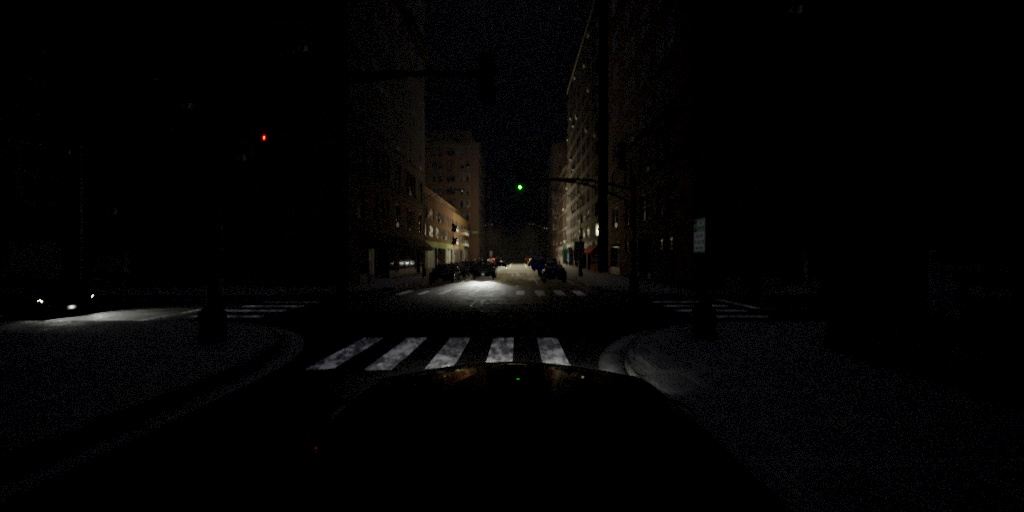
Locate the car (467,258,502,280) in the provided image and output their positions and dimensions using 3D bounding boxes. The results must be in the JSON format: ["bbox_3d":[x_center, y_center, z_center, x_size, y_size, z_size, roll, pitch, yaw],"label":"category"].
[{"bbox_3d":[-2.251,1.167,30.823,2.128,1.511,4.902,0,0,1],"label":"car"}]

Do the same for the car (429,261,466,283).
[{"bbox_3d":[-4.953,1.246,27.092,1.948,1.339,4.313,0,0,1],"label":"car"}]

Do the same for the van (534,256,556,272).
[{"bbox_3d":[3.169,1.004,32.635,1.690,1.789,3.998,0,0,1],"label":"van"}]

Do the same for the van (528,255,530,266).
[{"bbox_3d":[3.464,0.951,49.680,1.690,1.789,3.998,0,0,1],"label":"van"}]

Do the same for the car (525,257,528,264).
[{"bbox_3d":[3.660,1.157,61.043,1.802,1.307,4.207,0,0,1],"label":"car"}]

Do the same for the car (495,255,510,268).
[{"bbox_3d":[-1.789,1.060,57.518,1.837,1.490,4.892,0,0,1],"label":"car"}]

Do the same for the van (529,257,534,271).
[{"bbox_3d":[3.365,0.969,43.999,1.690,1.789,3.998,0,0,1],"label":"van"}]

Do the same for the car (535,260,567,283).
[{"bbox_3d":[3.071,1.230,26.954,2.007,1.370,4.403,0,0,1],"label":"car"}]

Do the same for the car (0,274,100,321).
[{"bbox_3d":[-17.465,1.330,12.113,5.357,1.411,2.033,0,0,1],"label":"car"}]
